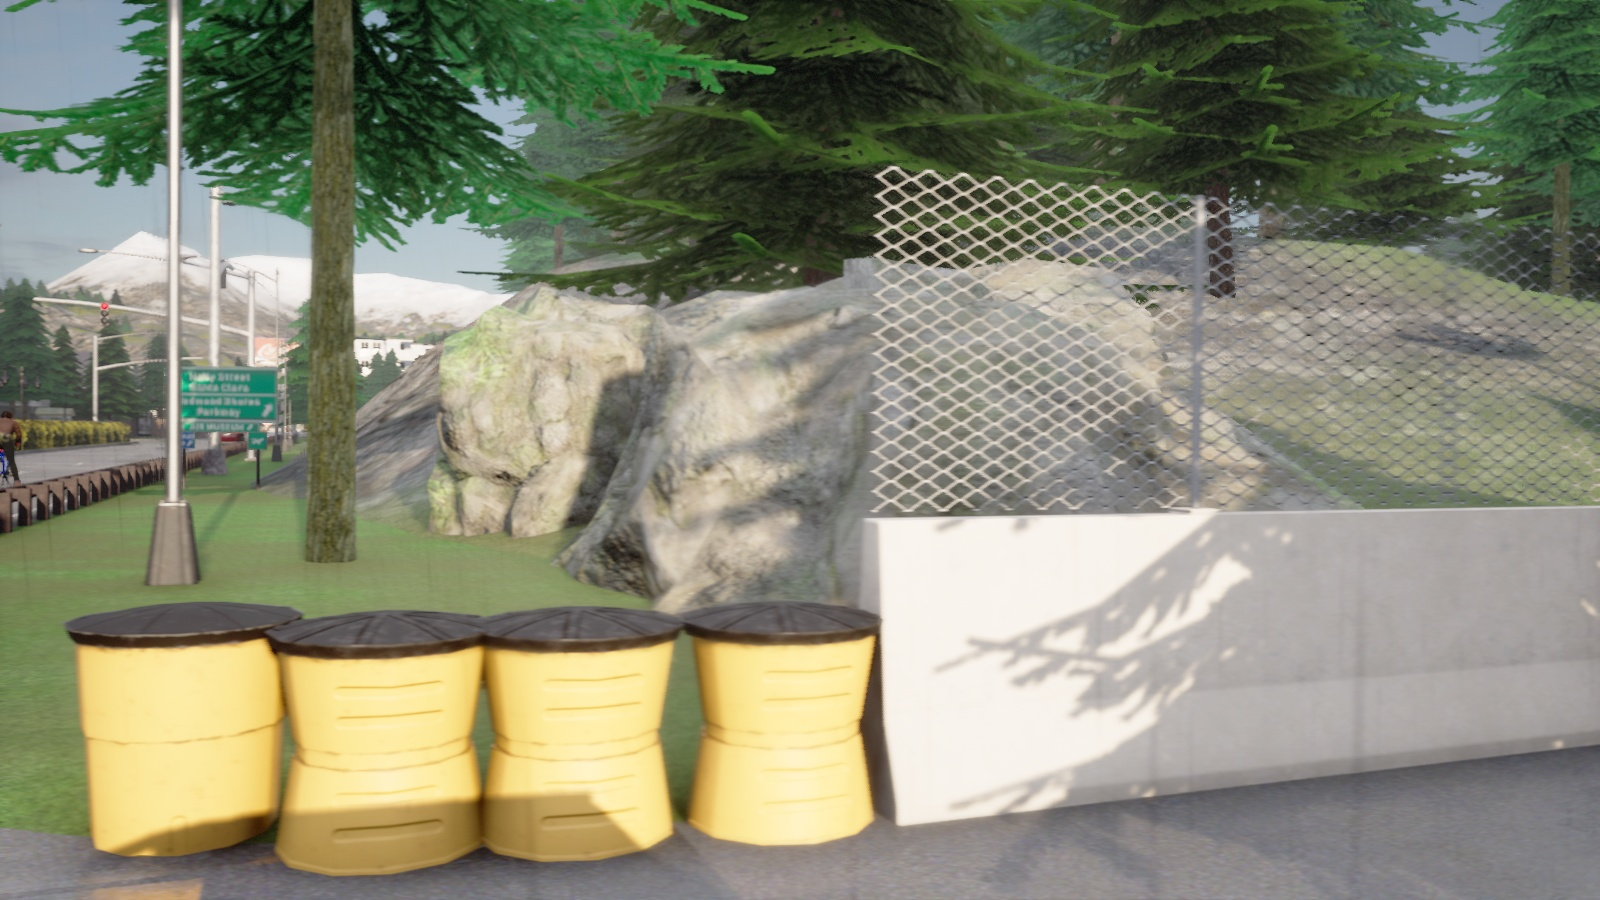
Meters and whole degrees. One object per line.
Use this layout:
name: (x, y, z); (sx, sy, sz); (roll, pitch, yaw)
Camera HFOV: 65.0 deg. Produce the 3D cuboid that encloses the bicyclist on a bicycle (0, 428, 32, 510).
bicyclist on a bicycle: (-16.233, 0.378, 25.676); (0.582, 1.620, 1.656); (-1, 1, -21)
